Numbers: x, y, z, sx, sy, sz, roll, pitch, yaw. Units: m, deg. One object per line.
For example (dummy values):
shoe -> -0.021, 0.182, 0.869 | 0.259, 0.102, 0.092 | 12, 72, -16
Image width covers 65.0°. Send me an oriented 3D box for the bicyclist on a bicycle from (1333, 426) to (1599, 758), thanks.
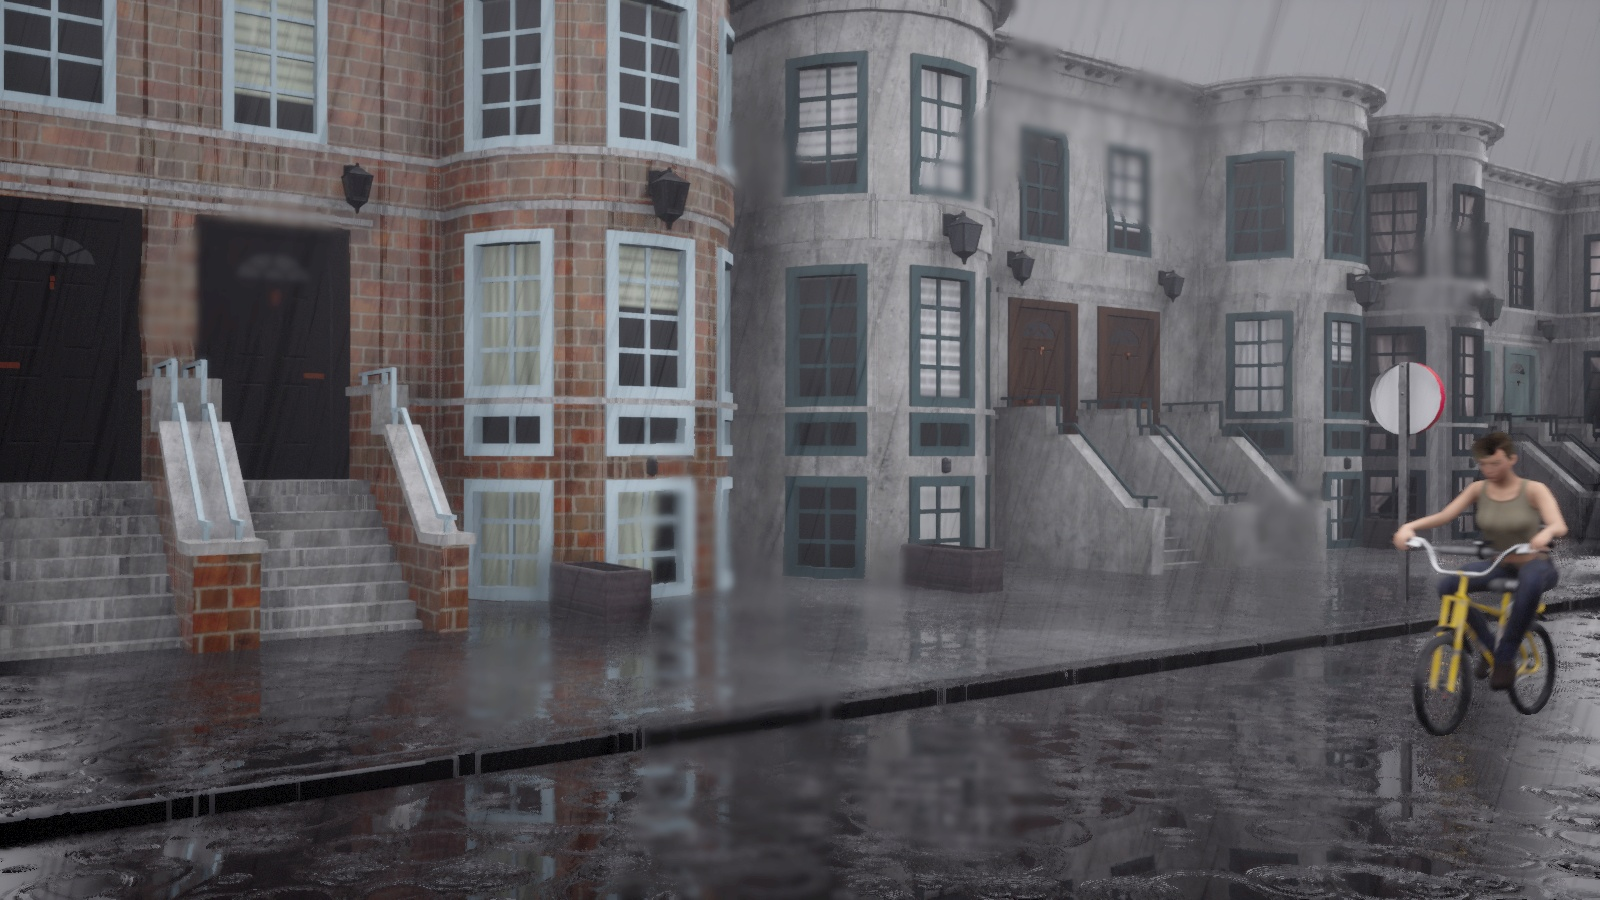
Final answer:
bicyclist on a bicycle -> 3.762, 0.690, 6.893 | 1.509, 1.612, 0.866 | 0, 0, -35
